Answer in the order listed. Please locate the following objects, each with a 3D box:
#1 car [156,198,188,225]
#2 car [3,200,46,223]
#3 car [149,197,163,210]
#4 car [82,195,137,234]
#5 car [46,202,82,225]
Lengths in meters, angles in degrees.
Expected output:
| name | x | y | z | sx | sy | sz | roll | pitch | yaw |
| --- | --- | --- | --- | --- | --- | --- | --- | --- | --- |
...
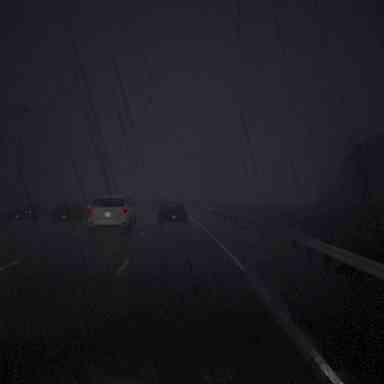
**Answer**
| name | x | y | z | sx | sy | sz | roll | pitch | yaw |
| --- | --- | --- | --- | --- | --- | --- | --- | --- | --- |
| car | -1.407 | 1.408 | 23.345 | 1.882 | 1.535 | 5.008 | 0 | 0 | -6 |
| car | -12.158 | 1.469 | 24.863 | 1.812 | 1.442 | 4.674 | 0 | 0 | -7 |
| car | -4.159 | 1.359 | 40.861 | 1.882 | 1.535 | 5.008 | 0 | 0 | -11 |
| car | -4.470 | 1.170 | 19.210 | 2.150 | 2.045 | 5.566 | 0 | 0 | -6 |
| car | -8.494 | 1.418 | 23.813 | 1.882 | 1.535 | 5.008 | 0 | 0 | -7 |
